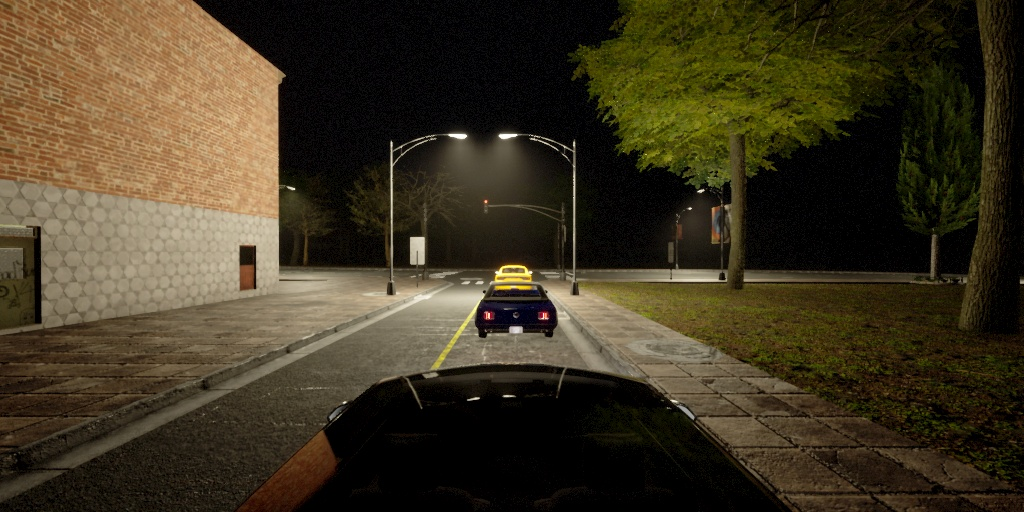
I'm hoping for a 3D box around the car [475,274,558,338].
[{"bbox_3d":[0.094,1.356,10.174,1.895,1.301,4.718,0,0,0],"label":"car"}]

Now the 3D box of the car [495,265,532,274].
[{"bbox_3d":[0.091,1.255,19.519,1.882,1.535,5.008,0,0,1],"label":"car"}]
